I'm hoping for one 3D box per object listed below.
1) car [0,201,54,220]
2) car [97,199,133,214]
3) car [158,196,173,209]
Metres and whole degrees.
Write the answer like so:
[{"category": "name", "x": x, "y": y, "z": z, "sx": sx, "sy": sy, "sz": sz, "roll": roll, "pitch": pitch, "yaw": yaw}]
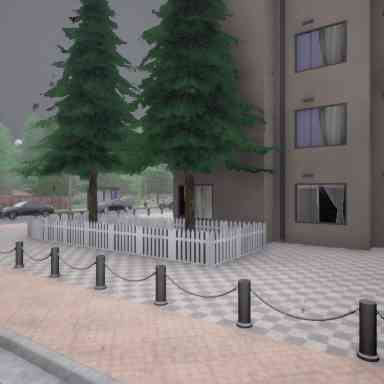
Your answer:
[{"category": "car", "x": -14.255, "y": 1.510, "z": 28.674, "sx": 1.812, "sy": 1.442, "sz": 4.674, "roll": 0, "pitch": 0, "yaw": 37}, {"category": "car", "x": -8.663, "y": 1.476, "z": 36.134, "sx": 2.128, "sy": 1.511, "sz": 4.902, "roll": 0, "pitch": 0, "yaw": 37}, {"category": "car", "x": -2.491, "y": 1.337, "z": 44.299, "sx": 2.097, "sy": 1.767, "sz": 4.553, "roll": 0, "pitch": 0, "yaw": 37}]
